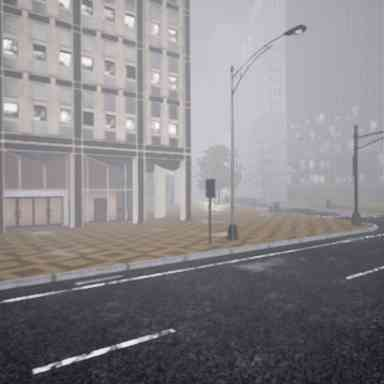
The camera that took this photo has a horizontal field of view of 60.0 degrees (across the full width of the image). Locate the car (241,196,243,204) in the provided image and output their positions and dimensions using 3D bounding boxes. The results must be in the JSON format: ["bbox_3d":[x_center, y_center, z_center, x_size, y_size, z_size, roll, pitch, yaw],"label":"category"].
[{"bbox_3d":[10.256,1.547,66.116,2.128,1.511,4.902,0,0,-8],"label":"car"}]

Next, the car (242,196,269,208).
[{"bbox_3d":[9.504,1.547,48.781,2.033,1.411,5.357,0,0,-8],"label":"car"}]

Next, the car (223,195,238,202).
[{"bbox_3d":[8.847,1.529,76.437,2.128,1.511,4.902,0,0,-8],"label":"car"}]

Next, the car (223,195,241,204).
[{"bbox_3d":[7.403,1.546,64.657,1.882,1.535,5.008,0,0,-7],"label":"car"}]
